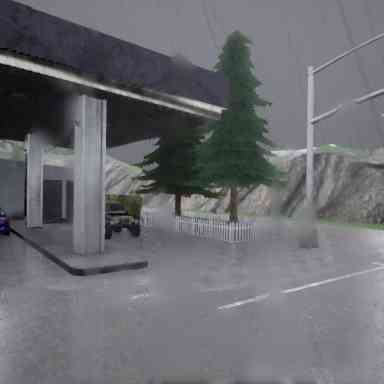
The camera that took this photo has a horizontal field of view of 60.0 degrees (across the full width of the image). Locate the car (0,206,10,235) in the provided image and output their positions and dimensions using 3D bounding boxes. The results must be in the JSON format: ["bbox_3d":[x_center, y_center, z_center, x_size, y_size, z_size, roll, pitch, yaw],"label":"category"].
[{"bbox_3d":[-11.569,1.521,18.540,2.242,1.667,4.611,1,0,-36],"label":"car"}]

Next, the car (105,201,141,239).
[{"bbox_3d":[-4.438,1.445,18.337,1.905,1.878,3.866,1,0,-36],"label":"car"}]
